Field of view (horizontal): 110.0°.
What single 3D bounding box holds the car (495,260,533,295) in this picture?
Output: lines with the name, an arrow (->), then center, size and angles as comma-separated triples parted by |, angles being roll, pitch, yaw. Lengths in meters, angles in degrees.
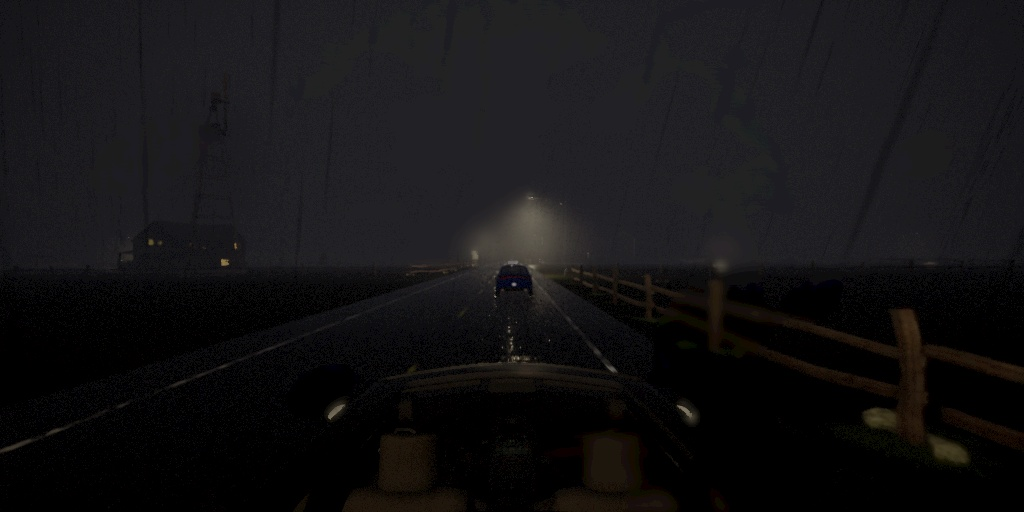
car -> 0.107, 1.213, 19.931 | 1.882, 1.535, 5.008 | 0, 0, 0
